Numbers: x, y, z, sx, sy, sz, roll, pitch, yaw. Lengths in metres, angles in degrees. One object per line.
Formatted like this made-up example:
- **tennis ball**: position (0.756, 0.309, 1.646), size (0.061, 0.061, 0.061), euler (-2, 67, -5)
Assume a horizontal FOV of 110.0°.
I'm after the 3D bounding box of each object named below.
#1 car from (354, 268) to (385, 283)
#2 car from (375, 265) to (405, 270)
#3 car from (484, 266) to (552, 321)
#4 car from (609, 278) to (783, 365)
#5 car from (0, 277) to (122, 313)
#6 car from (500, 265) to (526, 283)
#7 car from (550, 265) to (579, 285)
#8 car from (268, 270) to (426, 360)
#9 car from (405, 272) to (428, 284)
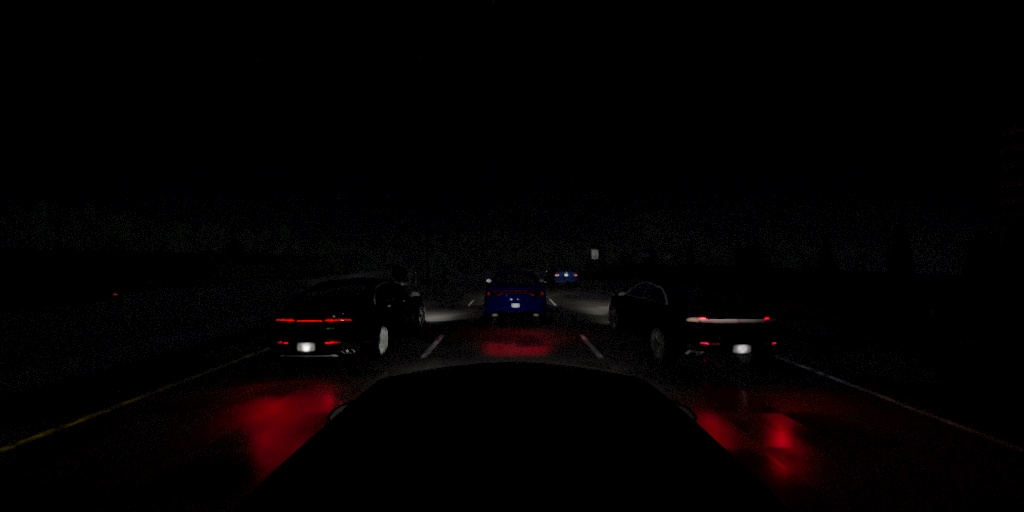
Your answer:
- **car**: position (-17.498, 2.456, 44.306), size (1.837, 1.490, 4.892), euler (0, -6, 0)
- **car**: position (-10.547, 1.499, 31.155), size (1.837, 1.490, 4.892), euler (0, -3, 1)
- **car**: position (0.102, 1.228, 12.476), size (1.882, 1.535, 5.008), euler (0, 0, 0)
- **car**: position (3.602, 1.242, 8.036), size (2.128, 1.511, 4.902), euler (0, 0, 0)
- **car**: position (-14.088, 1.299, 9.656), size (2.033, 1.411, 5.357), euler (0, 0, 0)
- **car**: position (0.105, 1.533, 31.015), size (2.033, 1.411, 5.357), euler (0, -3, 0)
- **car**: position (3.605, 1.372, 26.342), size (2.033, 1.411, 5.357), euler (0, -1, 0)
- **car**: position (-3.398, 1.256, 8.339), size (1.837, 1.490, 4.892), euler (0, 0, 0)
- **car**: position (-13.992, 3.272, 52.856), size (2.128, 1.511, 4.902), euler (0, -7, 0)
